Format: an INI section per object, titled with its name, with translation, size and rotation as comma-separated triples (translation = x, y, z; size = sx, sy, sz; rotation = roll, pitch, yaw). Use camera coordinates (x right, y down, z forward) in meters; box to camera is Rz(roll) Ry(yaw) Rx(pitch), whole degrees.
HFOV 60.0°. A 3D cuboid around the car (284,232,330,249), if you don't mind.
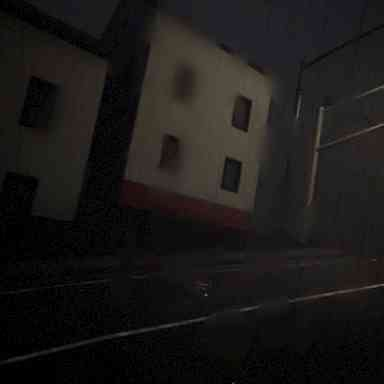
[car]
translation = 9.862, 4.476, 30.435
size = 2.033, 1.411, 5.357
rotation = 15, -9, -34
